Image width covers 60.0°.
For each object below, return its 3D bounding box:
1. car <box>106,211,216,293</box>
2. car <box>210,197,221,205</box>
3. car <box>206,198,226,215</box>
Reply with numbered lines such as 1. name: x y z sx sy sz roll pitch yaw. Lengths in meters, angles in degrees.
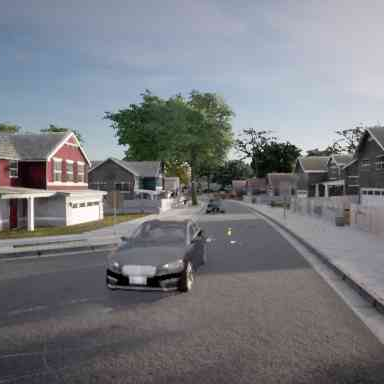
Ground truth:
1. car: -0.697 1.500 9.074 2.128 1.511 4.902 0 0 9
2. car: 4.236 1.673 60.547 1.895 1.301 4.718 0 0 1
3. car: 2.509 1.622 34.522 1.994 1.385 4.181 0 0 5
